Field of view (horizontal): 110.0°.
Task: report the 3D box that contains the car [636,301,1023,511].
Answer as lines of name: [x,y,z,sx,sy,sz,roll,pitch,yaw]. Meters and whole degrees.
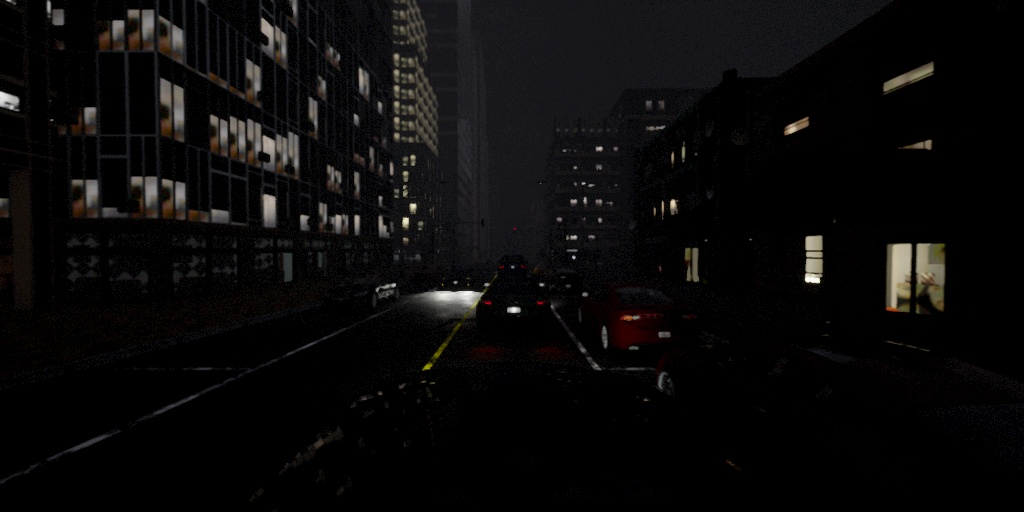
car: [2.723,1.328,3.041,1.802,1.307,4.207,0,0,0]

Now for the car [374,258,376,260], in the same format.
car: [-21.711,0.891,54.878,4.829,1.417,1.751,0,0,1]

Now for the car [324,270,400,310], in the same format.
car: [-5.804,1.265,14.379,2.007,1.370,4.403,0,0,0]

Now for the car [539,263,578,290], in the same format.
car: [2.804,1.249,19.974,2.007,1.370,4.403,0,0,0]

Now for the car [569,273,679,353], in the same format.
car: [2.753,1.275,8.685,1.888,1.381,4.507,0,0,0]

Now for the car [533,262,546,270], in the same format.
car: [2.795,1.194,31.432,1.751,1.417,4.829,0,0,0]

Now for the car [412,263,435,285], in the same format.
car: [-5.840,1.228,25.668,1.888,1.381,4.507,0,0,0]

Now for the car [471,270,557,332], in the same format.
car: [0.065,1.289,10.820,1.994,1.385,4.181,0,0,1]

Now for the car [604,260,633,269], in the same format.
car: [16.265,1.238,54.413,4.403,1.370,2.007,0,0,1]

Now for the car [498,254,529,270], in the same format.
car: [0.062,0.896,28.429,2.150,2.045,5.566,0,0,0]

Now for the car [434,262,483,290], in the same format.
car: [-3.109,1.258,21.698,1.994,1.385,4.181,0,0,0]
